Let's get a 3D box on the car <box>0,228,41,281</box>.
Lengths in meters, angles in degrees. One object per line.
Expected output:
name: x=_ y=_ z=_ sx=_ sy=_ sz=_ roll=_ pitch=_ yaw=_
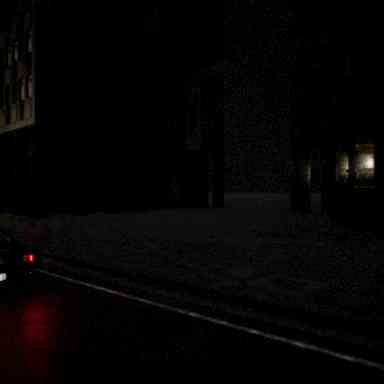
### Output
car: x=-5.884 y=1.517 z=8.429 sx=4.718 sy=1.301 sz=1.895 roll=1 pitch=0 yaw=37
